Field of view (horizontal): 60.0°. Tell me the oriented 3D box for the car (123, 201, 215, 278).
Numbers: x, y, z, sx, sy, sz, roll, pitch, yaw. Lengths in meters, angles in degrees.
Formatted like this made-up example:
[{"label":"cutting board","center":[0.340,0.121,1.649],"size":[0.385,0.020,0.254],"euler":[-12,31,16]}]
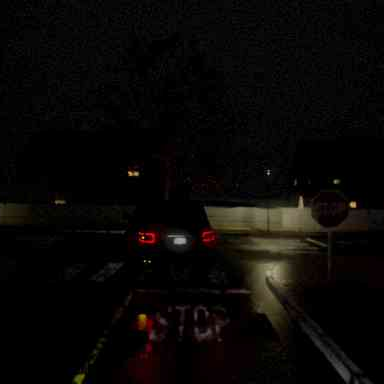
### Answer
[{"label":"car","center":[-0.943,1.288,10.676],"size":[2.150,2.045,5.566],"euler":[0,0,-14]}]
